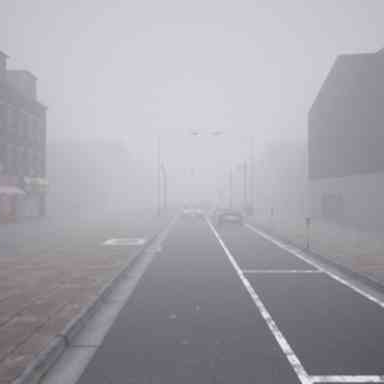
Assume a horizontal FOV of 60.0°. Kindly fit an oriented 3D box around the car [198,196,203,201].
[{"bbox_3d":[2.616,1.993,64.601,1.752,1.417,4.829,0,-1,0],"label":"car"}]

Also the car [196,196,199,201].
[{"bbox_3d":[2.611,2.140,75.789,1.947,1.339,4.313,0,-1,0],"label":"car"}]

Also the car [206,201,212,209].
[{"bbox_3d":[2.630,1.738,29.722,2.008,1.369,4.403,0,0,0],"label":"car"}]

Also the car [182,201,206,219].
[{"bbox_3d":[0.067,1.797,31.014,1.895,1.301,4.718,0,0,0],"label":"car"}]

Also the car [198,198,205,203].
[{"bbox_3d":[2.604,2.321,92.826,1.947,1.339,4.313,0,-1,0],"label":"car"}]

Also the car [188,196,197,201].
[{"bbox_3d":[-0.032,2.238,88.467,2.033,1.411,5.357,0,-1,0],"label":"car"}]

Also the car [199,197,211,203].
[{"bbox_3d":[2.618,1.961,58.751,1.887,1.381,4.507,0,0,0],"label":"car"}]

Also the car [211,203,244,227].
[{"bbox_3d":[2.632,1.713,24.046,1.947,1.339,4.313,0,0,0],"label":"car"}]
